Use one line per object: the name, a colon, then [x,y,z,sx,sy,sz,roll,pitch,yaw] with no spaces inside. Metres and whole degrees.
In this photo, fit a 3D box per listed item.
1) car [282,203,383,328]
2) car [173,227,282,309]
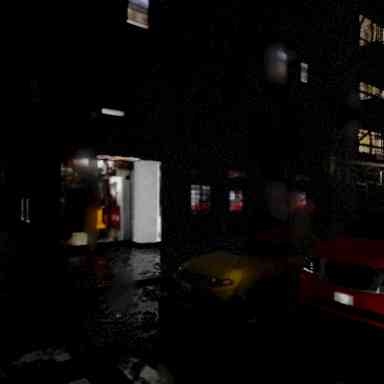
car: [4.502,1.238,6.566,5.566,2.045,2.150,0,0,-36]
car: [1.859,1.539,7.873,4.829,1.417,1.752,0,0,-35]
